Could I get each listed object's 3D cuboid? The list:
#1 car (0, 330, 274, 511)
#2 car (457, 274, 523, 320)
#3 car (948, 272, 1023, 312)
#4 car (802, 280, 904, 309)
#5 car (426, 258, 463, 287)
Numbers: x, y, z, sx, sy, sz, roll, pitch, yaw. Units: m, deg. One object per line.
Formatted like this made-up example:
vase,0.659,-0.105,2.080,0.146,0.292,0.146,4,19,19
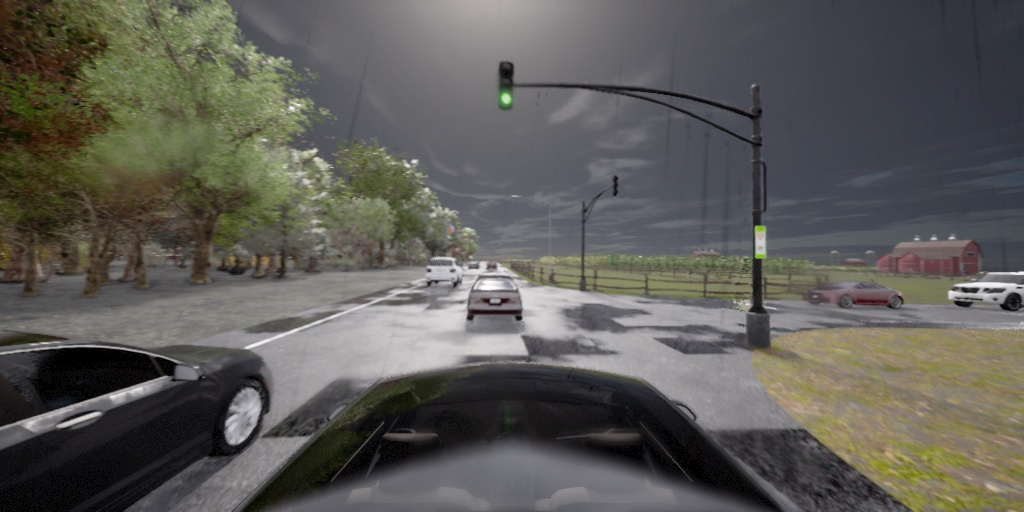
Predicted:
car,-3.529,1.213,2.115,1.837,1.490,4.892,1,0,-3
car,-0.642,1.401,13.132,2.033,1.411,5.357,1,-1,-3
car,27.109,1.861,19.314,5.566,2.045,2.150,1,-2,-3
car,17.801,1.974,18.829,4.181,1.385,1.994,1,-2,-3
car,-4.888,1.148,26.434,2.150,2.045,5.566,1,-1,-3
